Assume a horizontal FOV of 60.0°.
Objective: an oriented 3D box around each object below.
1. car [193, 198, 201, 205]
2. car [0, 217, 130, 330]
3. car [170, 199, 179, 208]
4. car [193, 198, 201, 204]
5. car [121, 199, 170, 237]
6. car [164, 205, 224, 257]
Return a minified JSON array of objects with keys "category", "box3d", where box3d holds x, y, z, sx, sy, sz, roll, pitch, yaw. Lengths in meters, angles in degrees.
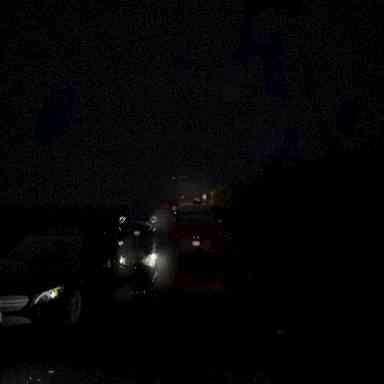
[{"category":"car","box3d":[1.161,2.394,79.945,1.994,1.385,4.181,1,-1,1]},{"category":"car","box3d":[-2.773,1.500,7.009,1.812,1.442,4.674,1,0,1]},{"category":"car","box3d":[-2.313,1.483,32.053,2.097,1.767,4.553,1,-1,1]},{"category":"car","box3d":[1.313,2.359,89.941,2.033,1.411,5.357,1,-1,1]},{"category":"car","box3d":[-2.592,1.367,18.070,2.097,1.767,4.553,1,0,1]},{"category":"car","box3d":[0.172,1.499,13.105,1.882,1.535,5.008,1,0,1]}]
